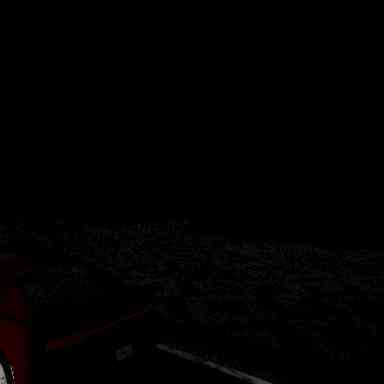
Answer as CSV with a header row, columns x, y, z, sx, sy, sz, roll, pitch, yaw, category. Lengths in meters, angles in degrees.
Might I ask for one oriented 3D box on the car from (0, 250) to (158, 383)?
x,y,z,sx,sy,sz,roll,pitch,yaw,category
-2.520,1.523,4.757,4.507,1.381,1.887,0,0,35,car
